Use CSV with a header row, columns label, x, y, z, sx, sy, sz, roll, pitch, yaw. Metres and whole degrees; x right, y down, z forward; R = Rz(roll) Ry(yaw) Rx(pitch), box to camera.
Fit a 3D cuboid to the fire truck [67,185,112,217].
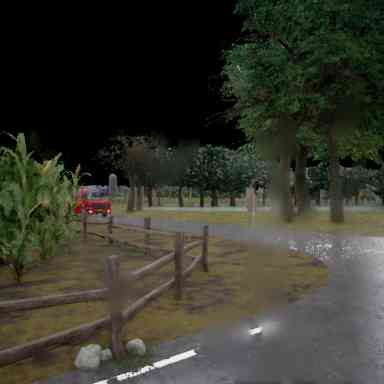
label,x,y,z,sx,sy,sz,roll,pitch,yaw
fire truck,-13.136,1.148,41.955,2.891,3.827,8.468,1,-2,-36
